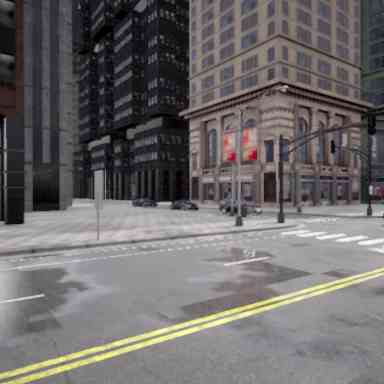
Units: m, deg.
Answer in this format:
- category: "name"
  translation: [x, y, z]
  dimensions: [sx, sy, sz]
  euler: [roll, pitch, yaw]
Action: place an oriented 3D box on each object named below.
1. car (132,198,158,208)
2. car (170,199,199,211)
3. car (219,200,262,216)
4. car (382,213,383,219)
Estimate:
- category: "car"
  translation: [-7.020, 1.603, 49.083]
  dimensions: [2.033, 1.411, 5.357]
  euler: [0, 0, -36]
- category: "car"
  translation: [-0.960, 1.606, 40.487]
  dimensions: [1.994, 1.385, 4.181]
  euler: [0, 0, -36]
- category: "car"
  translation: [4.703, 1.522, 32.482]
  dimensions: [2.128, 1.511, 4.902]
  euler: [0, 0, -35]
- category: "car"
  translation: [14.110, 1.606, 20.793]
  dimensions: [1.895, 1.301, 4.718]
  euler: [0, 0, -2]
